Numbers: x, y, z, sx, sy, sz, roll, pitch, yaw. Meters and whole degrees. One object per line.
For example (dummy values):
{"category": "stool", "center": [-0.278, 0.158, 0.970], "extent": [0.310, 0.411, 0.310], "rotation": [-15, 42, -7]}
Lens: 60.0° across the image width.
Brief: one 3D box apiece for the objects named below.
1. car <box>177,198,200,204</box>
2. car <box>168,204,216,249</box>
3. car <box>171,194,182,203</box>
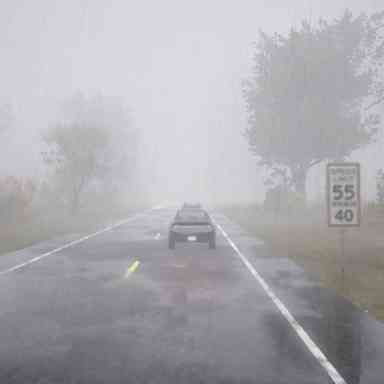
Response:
{"category": "car", "center": [0.000, 1.552, 29.668], "extent": [2.128, 1.511, 4.902], "rotation": [0, 0, 0]}
{"category": "car", "center": [0.000, 1.513, 14.660], "extent": [2.128, 1.511, 4.902], "rotation": [0, 0, 0]}
{"category": "car", "center": [-3.501, 1.407, 75.933], "extent": [2.150, 2.045, 5.566], "rotation": [0, 0, 0]}
